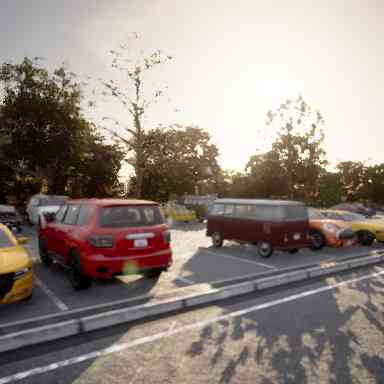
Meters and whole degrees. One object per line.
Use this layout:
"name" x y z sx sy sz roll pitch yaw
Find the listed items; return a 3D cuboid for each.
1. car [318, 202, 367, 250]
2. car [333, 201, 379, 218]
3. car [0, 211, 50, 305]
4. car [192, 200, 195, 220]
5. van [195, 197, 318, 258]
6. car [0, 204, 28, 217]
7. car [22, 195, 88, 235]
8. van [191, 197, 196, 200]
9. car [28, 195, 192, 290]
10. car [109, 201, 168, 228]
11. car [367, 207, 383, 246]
"car" 4.811 1.406 14.753 2.185 1.767 4.553 1 -1 -36
"car" 19.995 2.093 40.775 2.185 1.767 4.553 2 -1 -35
"car" -5.021 1.441 7.620 2.097 1.535 5.008 0 0 -36
"car" -1.820 1.541 25.286 1.946 1.575 5.366 1 -1 -36
"van" 2.297 1.272 13.049 1.878 1.987 4.442 1 0 -36
"car" -10.767 1.448 18.596 2.231 1.521 4.892 0 0 -36
"car" -8.494 1.206 20.220 2.435 2.045 5.566 0 0 -36
"van" 0.627 1.361 26.674 1.878 1.987 4.442 1 -1 -36
"car" -2.674 1.197 9.355 2.435 2.045 5.566 0 0 -36
"car" -3.980 1.507 23.732 1.946 1.575 5.366 1 0 -36
"car" 7.304 1.573 16.281 1.946 1.575 5.366 1 -1 -36
